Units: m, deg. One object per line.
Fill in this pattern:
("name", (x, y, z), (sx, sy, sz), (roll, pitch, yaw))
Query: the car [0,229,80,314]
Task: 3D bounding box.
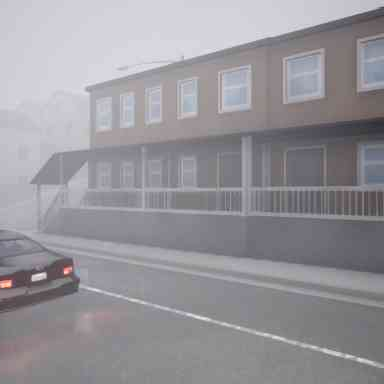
("car", (-4.737, 1.547, 7.343), (5.357, 1.411, 2.033), (0, 0, 36))
